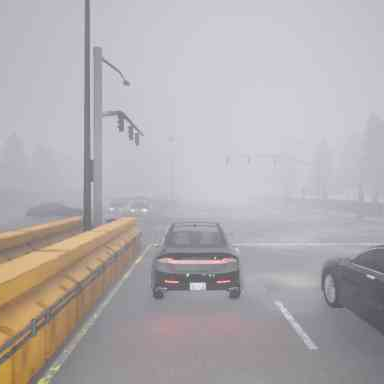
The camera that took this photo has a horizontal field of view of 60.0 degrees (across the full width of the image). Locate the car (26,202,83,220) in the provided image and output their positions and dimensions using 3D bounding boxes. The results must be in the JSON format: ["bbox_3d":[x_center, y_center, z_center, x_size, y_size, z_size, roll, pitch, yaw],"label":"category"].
[{"bbox_3d":[-11.187,1.526,27.563,4.674,1.442,1.812,0,0,-18],"label":"car"}]

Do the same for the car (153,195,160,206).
[{"bbox_3d":[-7.149,1.547,56.022,2.033,1.411,5.357,0,0,0],"label":"car"}]

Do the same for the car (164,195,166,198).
[{"bbox_3d":[-7.083,1.355,75.811,2.097,1.767,4.553,0,0,0],"label":"car"}]

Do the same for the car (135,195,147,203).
[{"bbox_3d":[-10.575,1.478,69.111,1.882,1.535,5.008,0,0,0],"label":"car"}]

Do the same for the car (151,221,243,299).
[{"bbox_3d":[0.075,1.492,8.440,2.128,1.511,4.902,0,0,-1],"label":"car"}]

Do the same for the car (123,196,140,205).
[{"bbox_3d":[-10.641,1.491,59.022,2.128,1.511,4.902,0,0,0],"label":"car"}]

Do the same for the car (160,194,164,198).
[{"bbox_3d":[-7.108,1.526,65.836,1.812,1.442,4.674,0,0,0],"label":"car"}]

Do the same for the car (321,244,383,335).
[{"bbox_3d":[3.596,1.505,5.027,1.837,1.490,4.892,0,0,0],"label":"car"}]

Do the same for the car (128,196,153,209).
[{"bbox_3d":[-7.149,1.352,46.548,2.097,1.767,4.553,0,0,0],"label":"car"}]

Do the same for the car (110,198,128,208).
[{"bbox_3d":[-10.651,1.547,49.236,2.033,1.411,5.357,0,0,0],"label":"car"}]
